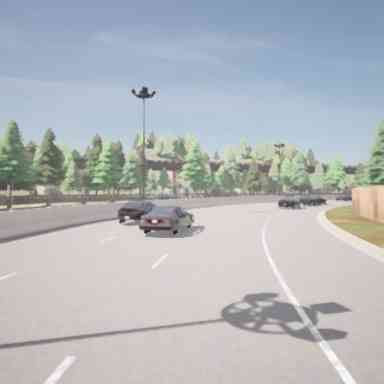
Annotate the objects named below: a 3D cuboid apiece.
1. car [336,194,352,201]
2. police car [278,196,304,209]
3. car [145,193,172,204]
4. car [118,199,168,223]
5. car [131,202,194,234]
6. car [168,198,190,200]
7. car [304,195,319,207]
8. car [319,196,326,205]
[{"bbox_3d":[30.403,1.160,66.114,4.181,1.385,1.994,0,0,-38],"label":"car"},{"bbox_3d":[12.302,1.264,41.895,1.930,1.638,5.238,0,0,29],"label":"police car"},{"bbox_3d":[-5.469,1.049,55.022,2.097,1.767,4.553,0,0,31],"label":"car"},{"bbox_3d":[-3.544,1.370,23.530,1.837,1.490,4.892,0,0,14],"label":"car"},{"bbox_3d":[-1.259,1.448,18.428,2.033,1.411,5.357,0,0,12],"label":"car"},{"bbox_3d":[-1.771,1.316,54.487,1.895,1.301,4.718,0,0,32],"label":"car"},{"bbox_3d":[16.864,1.326,49.152,1.837,1.490,4.892,0,0,35],"label":"car"},{"bbox_3d":[19.975,1.291,53.333,1.882,1.535,5.008,0,0,38],"label":"car"}]
